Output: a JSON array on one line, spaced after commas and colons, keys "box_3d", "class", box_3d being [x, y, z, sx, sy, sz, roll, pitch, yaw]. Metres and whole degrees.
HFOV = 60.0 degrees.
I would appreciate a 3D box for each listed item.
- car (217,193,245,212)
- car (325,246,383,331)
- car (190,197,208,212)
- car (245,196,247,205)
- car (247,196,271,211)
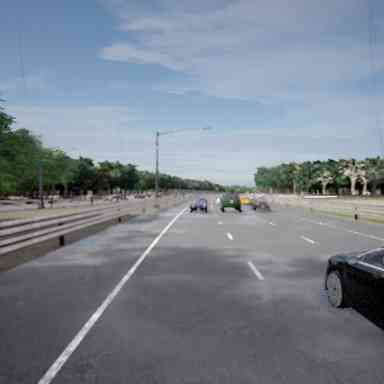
[{"box_3d": [4.316, 1.147, 37.833, 2.150, 2.045, 5.566, 0, 0, 2], "class": "car"}, {"box_3d": [3.631, 1.483, 4.914, 2.128, 1.511, 4.902, 0, 0, 0], "class": "car"}, {"box_3d": [0.783, 1.525, 36.975, 1.895, 1.301, 4.718, 0, 0, 2], "class": "car"}, {"box_3d": [8.333, 1.382, 52.260, 1.882, 1.535, 5.008, 0, 0, 3], "class": "car"}, {"box_3d": [7.863, 1.454, 38.632, 1.812, 1.442, 4.674, 0, 0, 2], "class": "car"}]
